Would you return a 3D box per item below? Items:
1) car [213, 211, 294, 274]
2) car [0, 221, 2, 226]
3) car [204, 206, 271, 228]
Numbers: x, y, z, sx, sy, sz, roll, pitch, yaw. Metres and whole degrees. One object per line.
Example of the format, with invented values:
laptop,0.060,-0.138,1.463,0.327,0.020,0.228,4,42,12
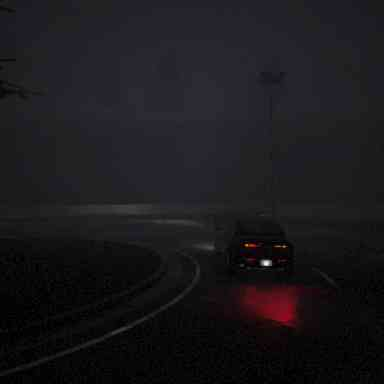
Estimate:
car,1.905,1.606,10.986,1.837,1.490,4.892,2,-1,0
car,-15.206,1.860,21.197,5.357,1.411,2.033,0,-1,-33
car,3.010,1.699,22.475,4.902,1.511,2.128,-1,-1,43
